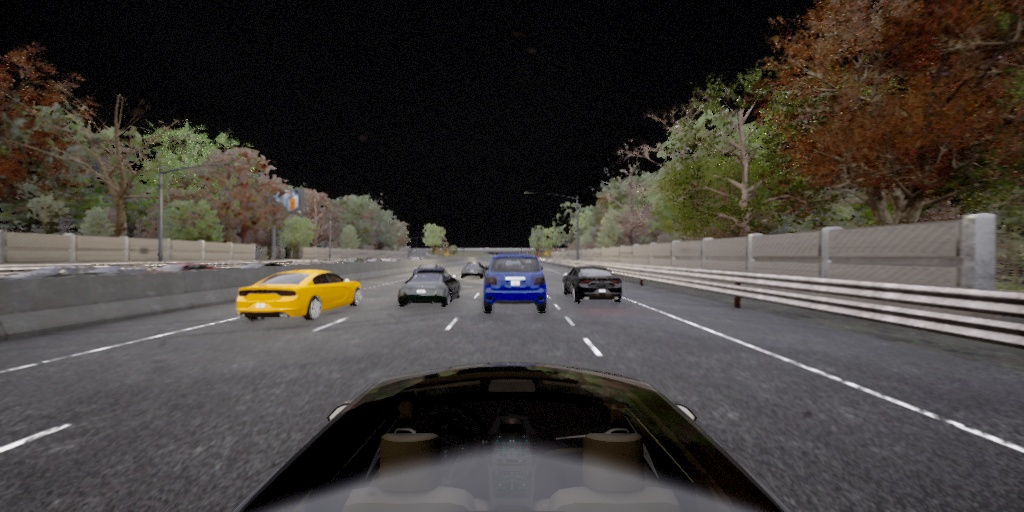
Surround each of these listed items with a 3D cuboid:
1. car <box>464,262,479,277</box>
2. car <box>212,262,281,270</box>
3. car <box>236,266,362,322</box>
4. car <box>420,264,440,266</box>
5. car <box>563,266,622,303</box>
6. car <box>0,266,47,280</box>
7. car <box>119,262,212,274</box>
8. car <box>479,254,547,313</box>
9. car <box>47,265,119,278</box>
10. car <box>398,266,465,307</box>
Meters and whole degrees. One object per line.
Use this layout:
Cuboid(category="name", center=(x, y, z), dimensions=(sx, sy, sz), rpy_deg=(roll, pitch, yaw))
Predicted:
Cuboid(category="car", center=(-3.394, 1.252, 32.465), dimensions=(1.994, 1.385, 4.181), rpy_deg=(0, 0, 0))
Cuboid(category="car", center=(-17.596, 1.208, 24.737), dimensions=(1.837, 1.490, 4.892), rpy_deg=(0, 0, 0))
Cuboid(category="car", center=(-6.900, 1.205, 12.302), dimensions=(1.882, 1.535, 5.008), rpy_deg=(0, 0, 0))
Cuboid(category="car", center=(-6.895, 1.292, 30.592), dimensions=(1.895, 1.301, 4.718), rpy_deg=(0, 0, 0))
Cuboid(category="car", center=(3.501, 1.196, 16.366), dimensions=(1.882, 1.535, 5.008), rpy_deg=(0, 0, 0))
Cuboid(category="car", center=(-28.098, 1.256, 22.513), dimensions=(2.033, 1.411, 5.357), rpy_deg=(0, 0, 0))
Cuboid(category="car", center=(-21.096, 1.185, 22.749), dimensions=(1.882, 1.535, 5.008), rpy_deg=(0, 0, 0))
Cuboid(category="car", center=(0.088, 0.945, 14.007), dimensions=(2.150, 2.045, 5.566), rpy_deg=(0, 0, 0))
Cuboid(category="car", center=(-24.598, 1.255, 22.522), dimensions=(2.033, 1.411, 5.357), rpy_deg=(0, 0, 0))
Cuboid(category="car", center=(-3.400, 1.285, 15.400), dimensions=(1.994, 1.385, 4.181), rpy_deg=(0, 0, 0))
